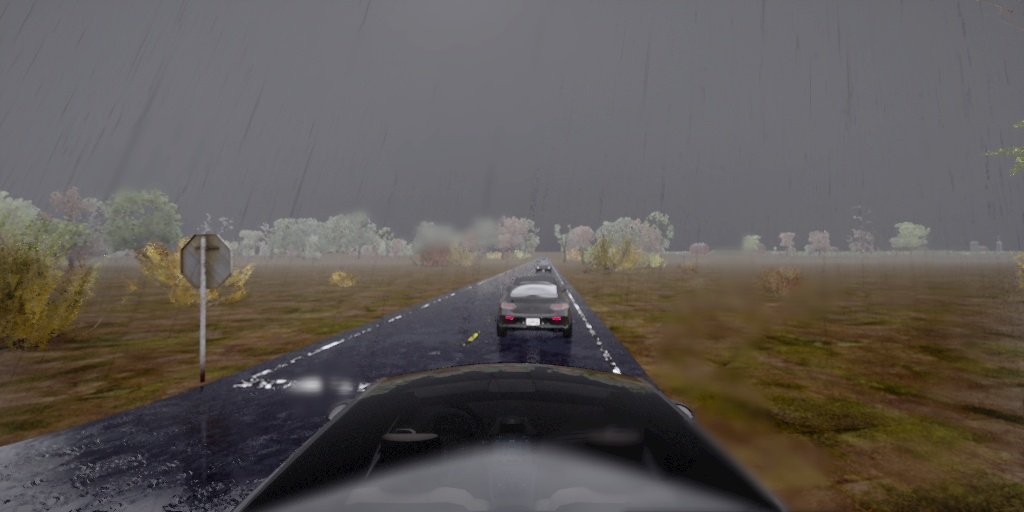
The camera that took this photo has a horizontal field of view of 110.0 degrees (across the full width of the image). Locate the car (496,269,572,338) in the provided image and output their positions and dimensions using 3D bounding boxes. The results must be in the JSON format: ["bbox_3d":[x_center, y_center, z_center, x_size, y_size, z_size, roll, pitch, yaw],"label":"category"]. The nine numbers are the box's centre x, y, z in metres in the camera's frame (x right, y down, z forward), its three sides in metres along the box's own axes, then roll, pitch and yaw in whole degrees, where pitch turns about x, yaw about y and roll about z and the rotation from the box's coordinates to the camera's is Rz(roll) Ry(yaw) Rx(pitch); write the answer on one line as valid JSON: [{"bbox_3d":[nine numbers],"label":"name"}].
[{"bbox_3d":[0.673,1.275,10.142,1.812,1.442,4.674,0,0,5],"label":"car"}]

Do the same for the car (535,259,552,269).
[{"bbox_3d":[3.758,1.344,42.429,1.895,1.301,4.718,0,0,6],"label":"car"}]
